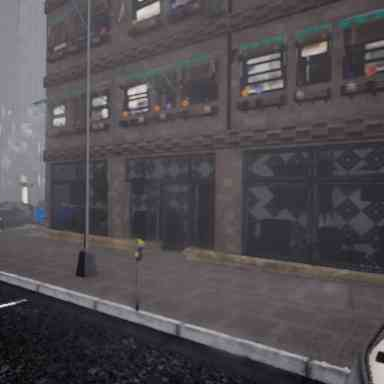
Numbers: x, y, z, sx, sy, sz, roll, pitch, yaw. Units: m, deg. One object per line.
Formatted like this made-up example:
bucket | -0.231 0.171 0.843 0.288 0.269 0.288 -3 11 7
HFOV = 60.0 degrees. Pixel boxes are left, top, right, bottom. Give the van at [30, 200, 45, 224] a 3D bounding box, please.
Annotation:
van | -9.213 1.400 24.148 1.690 1.788 3.998 1 1 35

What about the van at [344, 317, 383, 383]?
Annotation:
van | 2.571 1.339 1.026 3.998 1.788 1.690 0 1 35

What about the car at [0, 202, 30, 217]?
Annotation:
car | -16.052 1.513 28.997 1.947 1.339 4.313 1 1 35
